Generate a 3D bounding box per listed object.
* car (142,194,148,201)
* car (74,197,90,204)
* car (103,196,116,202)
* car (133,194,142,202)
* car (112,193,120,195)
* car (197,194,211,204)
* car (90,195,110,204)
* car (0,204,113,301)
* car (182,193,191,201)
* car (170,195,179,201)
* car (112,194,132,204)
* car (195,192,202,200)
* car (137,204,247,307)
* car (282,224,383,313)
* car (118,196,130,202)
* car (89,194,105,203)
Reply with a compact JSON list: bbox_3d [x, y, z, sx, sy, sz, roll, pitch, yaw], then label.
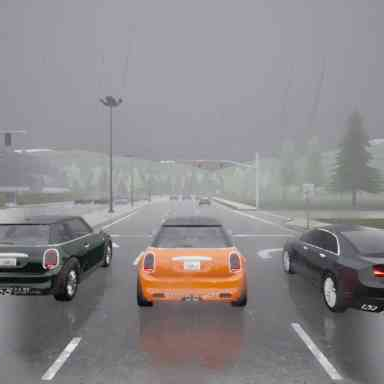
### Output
[{"bbox_3d":[-12.859,1.329,87.545,2.097,1.767,4.553,0,0,0],"label":"car"},{"bbox_3d":[-19.890,1.601,60.818,1.895,1.301,4.718,0,0,1],"label":"car"},{"bbox_3d":[-19.853,1.595,79.977,1.895,1.301,4.718,0,0,0],"label":"car"},{"bbox_3d":[-12.847,1.553,73.094,1.994,1.385,4.181,0,0,0],"label":"car"},{"bbox_3d":[-16.345,1.225,70.271,2.150,2.045,5.566,0,0,0],"label":"car"},{"bbox_3d":[2.166,1.526,57.241,1.812,1.442,4.674,0,0,0],"label":"car"},{"bbox_3d":[-16.400,1.601,60.608,1.895,1.301,4.718,0,0,0],"label":"car"},{"bbox_3d":[-3.500,1.352,8.472,2.097,1.767,4.553,0,0,0],"label":"car"},{"bbox_3d":[-1.360,1.222,88.282,2.150,2.045,5.566,0,0,0],"label":"car"},{"bbox_3d":[-4.860,1.495,88.543,1.837,1.490,4.892,0,0,0],"label":"car"},{"bbox_3d":[-12.899,1.601,60.986,1.895,1.301,4.718,0,0,0],"label":"car"},{"bbox_3d":[2.140,1.520,88.619,1.812,1.442,4.674,0,0,0],"label":"car"},{"bbox_3d":[0.000,1.352,8.150,2.097,1.767,4.553,0,0,0],"label":"car"},{"bbox_3d":[3.499,1.505,7.653,1.837,1.490,4.892,0,0,0],"label":"car"},{"bbox_3d":[-16.354,1.595,80.367,1.895,1.301,4.718,0,0,0],"label":"car"},{"bbox_3d":[-19.845,1.355,69.689,2.097,1.767,4.553,0,0,0],"label":"car"}]
